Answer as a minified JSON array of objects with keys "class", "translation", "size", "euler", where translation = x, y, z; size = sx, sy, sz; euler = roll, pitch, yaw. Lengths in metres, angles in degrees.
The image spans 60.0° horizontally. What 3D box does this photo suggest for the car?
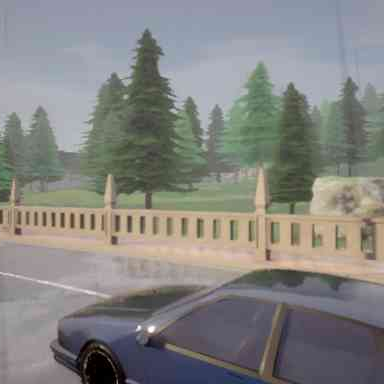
[{"class":"car","translation":[0.919,1.535,3.212],"size":[5.357,1.411,2.033],"euler":[0,0,34]}]
